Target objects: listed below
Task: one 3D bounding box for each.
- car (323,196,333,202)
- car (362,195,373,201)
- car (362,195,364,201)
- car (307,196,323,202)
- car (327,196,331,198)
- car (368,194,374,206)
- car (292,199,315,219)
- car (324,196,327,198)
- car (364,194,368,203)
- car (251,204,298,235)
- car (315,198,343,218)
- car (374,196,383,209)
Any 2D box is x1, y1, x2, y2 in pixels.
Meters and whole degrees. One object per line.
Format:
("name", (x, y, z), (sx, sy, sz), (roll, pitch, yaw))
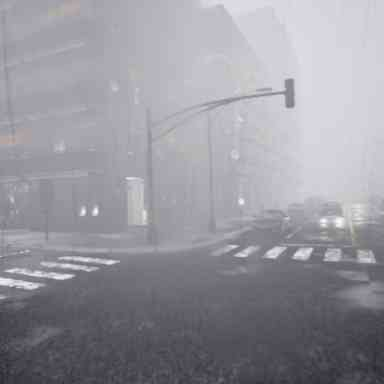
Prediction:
("car", (32.661, 1.633, 79.743), (2.008, 1.369, 4.403), (-2, -1, 25))
("car", (40.258, 1.331, 76.217), (2.008, 1.369, 4.403), (-2, -1, 25))
("car", (35.601, 1.330, 66.180), (2.008, 1.369, 4.403), (-2, -1, 25))
("car", (14.029, 1.536, 39.595), (1.967, 1.590, 4.097), (-2, -1, 25))
("car", (23.343, 1.523, 59.670), (1.967, 1.590, 4.097), (-2, -1, 25))
("car", (28.686, 1.308, 51.279), (1.752, 1.417, 4.829), (-2, -1, 25))
("car", (9.375, 1.655, 29.556), (2.008, 1.369, 4.403), (-2, -1, 25))
("car", (18.691, 1.670, 49.630), (1.802, 1.307, 4.206), (-2, -1, 25))
("car", (33.272, 1.324, 61.162), (1.887, 1.381, 4.507), (-2, -1, 25))
("car", (4.718, 1.666, 19.518), (2.008, 1.369, 4.403), (-2, -1, 25))
("car", (12.521, 1.570, 29.949), (1.994, 1.385, 4.181), (-2, -1, 25))
("car", (23.959, 1.372, 41.086), (1.802, 1.307, 4.206), (-2, -1, 25))
